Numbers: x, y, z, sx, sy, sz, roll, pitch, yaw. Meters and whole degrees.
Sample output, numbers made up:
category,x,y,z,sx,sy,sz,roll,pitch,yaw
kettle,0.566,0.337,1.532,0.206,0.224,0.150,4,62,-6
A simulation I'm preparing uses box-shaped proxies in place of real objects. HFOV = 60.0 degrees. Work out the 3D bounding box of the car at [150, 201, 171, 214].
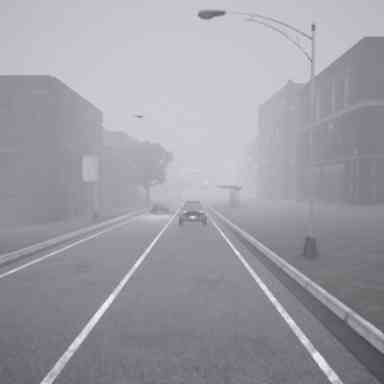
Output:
category,x,y,z,sx,sy,sz,roll,pitch,yaw
car,-3.386,1.655,36.074,1.895,1.301,4.718,0,0,0

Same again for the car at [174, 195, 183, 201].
category,x,y,z,sx,sy,sz,roll,pitch,yaw
car,-3.084,1.274,76.523,1.895,1.301,4.718,0,1,0

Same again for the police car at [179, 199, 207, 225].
category,x,y,z,sx,sy,sz,roll,pitch,yaw
police car,0.056,1.525,24.594,2.038,1.542,4.974,0,0,0
